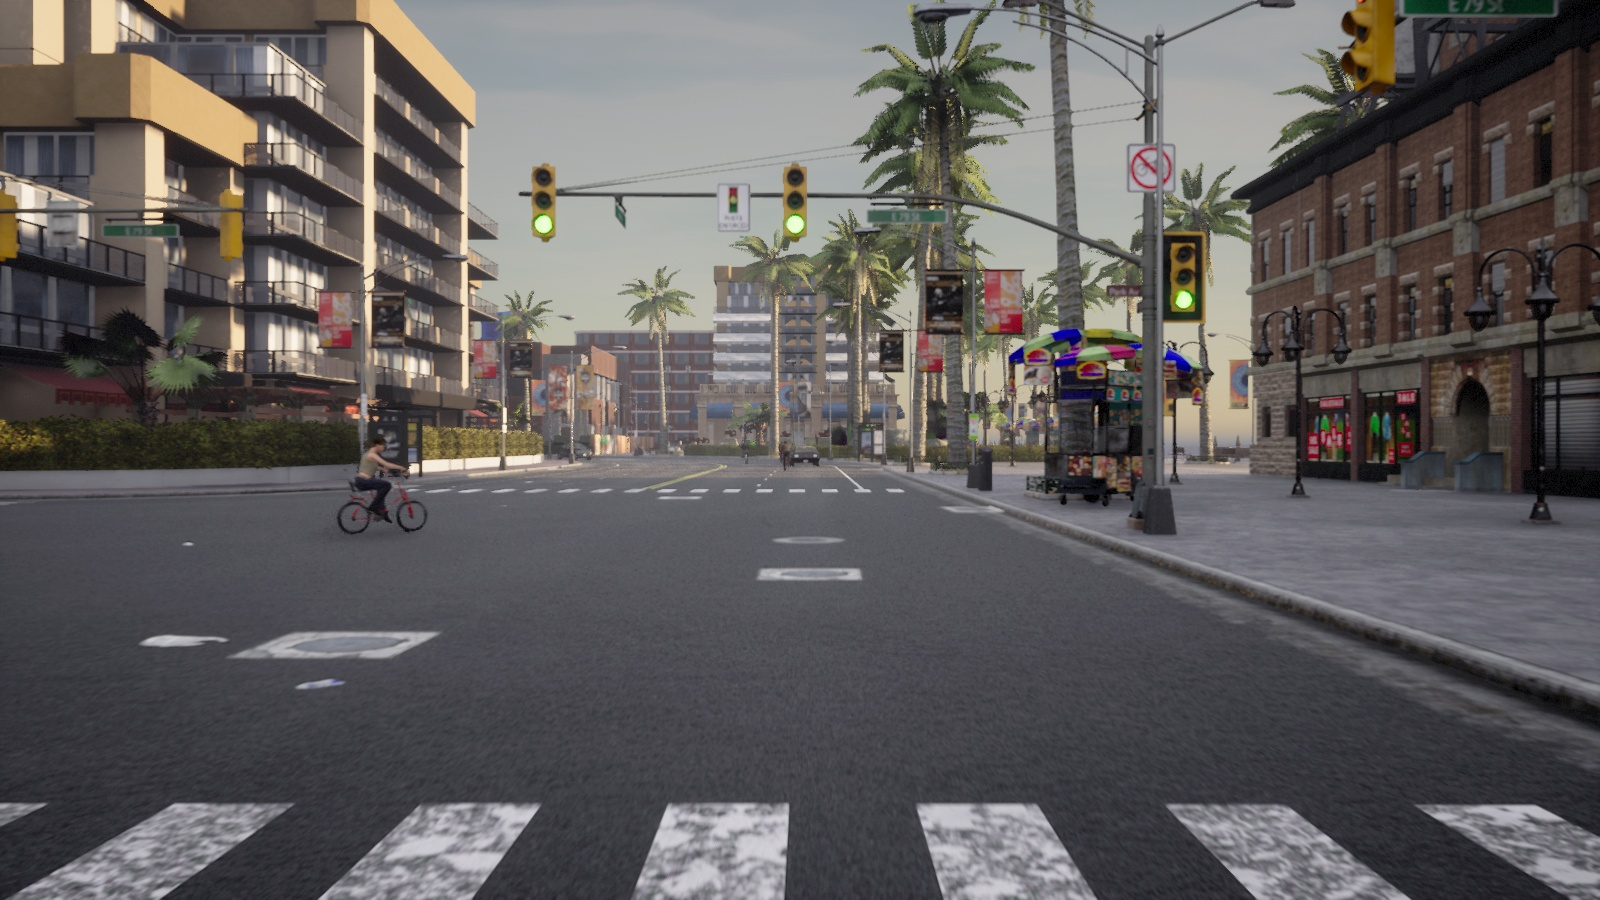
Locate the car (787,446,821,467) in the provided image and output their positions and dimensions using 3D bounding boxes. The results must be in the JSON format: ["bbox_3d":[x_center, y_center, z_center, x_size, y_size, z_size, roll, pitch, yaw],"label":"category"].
[{"bbox_3d":[0.235,0.412,81.951,1.895,1.301,4.718,0,0,-3],"label":"car"}]

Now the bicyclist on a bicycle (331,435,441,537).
[{"bbox_3d":[-6.811,0.568,20.671,1.509,1.612,0.866,0,-1,-37],"label":"bicyclist on a bicycle"}]
